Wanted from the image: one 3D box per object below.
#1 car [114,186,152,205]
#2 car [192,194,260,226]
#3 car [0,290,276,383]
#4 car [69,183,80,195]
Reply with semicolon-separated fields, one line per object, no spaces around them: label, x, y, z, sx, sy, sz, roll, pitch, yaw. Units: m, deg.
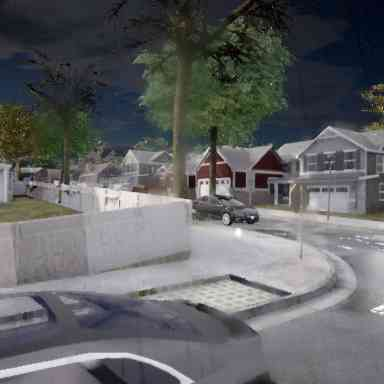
car;-4.841;0.298;27.989;2.097;1.767;4.553;1;2;-35
car;1.646;0.933;18.568;1.837;1.490;4.892;1;2;-35
car;-1.623;1.493;1.771;4.902;1.511;2.128;0;0;-35
car;-16.194;-0.365;44.596;1.837;1.490;4.892;1;1;-34
